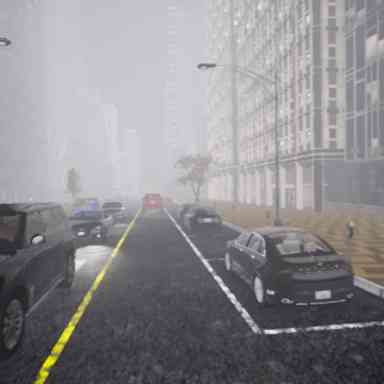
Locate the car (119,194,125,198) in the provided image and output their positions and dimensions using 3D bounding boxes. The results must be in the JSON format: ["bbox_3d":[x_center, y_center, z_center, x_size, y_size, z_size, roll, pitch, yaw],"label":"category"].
[{"bbox_3d":[-11.871,1.515,51.183,1.752,1.417,4.829,-2,0,-7],"label":"car"}]

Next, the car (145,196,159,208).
[{"bbox_3d":[-5.716,1.385,47.979,1.837,1.490,4.892,-1,1,-7],"label":"car"}]

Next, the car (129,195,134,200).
[{"bbox_3d":[-14.632,1.501,73.683,1.887,1.381,4.507,-2,0,-7],"label":"car"}]

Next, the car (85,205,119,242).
[{"bbox_3d":[-4.939,1.578,16.155,1.994,1.385,4.181,-1,0,-6],"label":"car"}]

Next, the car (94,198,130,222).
[{"bbox_3d":[-6.167,1.493,26.157,1.837,1.490,4.892,-1,0,-7],"label":"car"}]

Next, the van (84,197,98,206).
[{"bbox_3d":[-9.156,1.376,29.017,1.690,1.788,3.998,-2,0,-7],"label":"van"}]

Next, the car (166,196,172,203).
[{"bbox_3d":[-4.259,1.389,57.956,1.802,1.307,4.206,-2,0,-7],"label":"car"}]

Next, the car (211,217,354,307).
[{"bbox_3d":[1.909,1.472,7.706,2.008,1.369,4.403,-2,0,-7],"label":"car"}]

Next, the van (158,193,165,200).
[{"bbox_3d":[-8.381,1.106,91.453,1.690,1.788,3.998,-2,0,-7],"label":"van"}]

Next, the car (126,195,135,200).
[{"bbox_3d":[-16.688,1.489,90.433,2.008,1.369,4.403,-2,0,-7],"label":"car"}]

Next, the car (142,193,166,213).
[{"bbox_3d":[-4.164,1.124,35.410,2.150,2.045,5.566,-1,0,-6],"label":"car"}]

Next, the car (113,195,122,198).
[{"bbox_3d":[-11.205,1.550,45.768,2.008,1.369,4.403,-2,0,-7],"label":"car"}]

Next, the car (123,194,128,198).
[{"bbox_3d":[-12.576,1.525,56.935,1.887,1.381,4.507,-2,0,-7],"label":"car"}]

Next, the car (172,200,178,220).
[{"bbox_3d":[-0.147,1.441,24.456,1.947,1.339,4.313,-2,0,-7],"label":"car"}]

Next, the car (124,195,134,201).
[{"bbox_3d":[-16.003,1.495,84.851,2.008,1.369,4.403,-2,0,-7],"label":"car"}]

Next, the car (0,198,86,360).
[{"bbox_3d":[-3.737,1.265,6.224,2.150,2.045,5.566,-1,0,-7],"label":"car"}]

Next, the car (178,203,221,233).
[{"bbox_3d":[0.539,1.455,18.873,1.947,1.339,4.313,-2,0,-7],"label":"car"}]
